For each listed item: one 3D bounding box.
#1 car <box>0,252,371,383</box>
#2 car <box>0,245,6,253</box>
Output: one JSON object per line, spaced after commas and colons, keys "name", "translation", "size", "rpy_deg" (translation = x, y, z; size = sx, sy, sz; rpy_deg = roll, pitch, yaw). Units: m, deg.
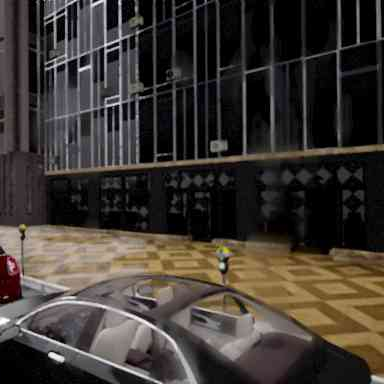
{"name": "car", "translation": [-0.627, 1.542, 3.335], "size": [4.403, 1.369, 2.008], "rpy_deg": [0, -1, 36]}
{"name": "car", "translation": [-5.227, 1.411, 6.619], "size": [4.097, 1.590, 1.967], "rpy_deg": [0, -1, 36]}
